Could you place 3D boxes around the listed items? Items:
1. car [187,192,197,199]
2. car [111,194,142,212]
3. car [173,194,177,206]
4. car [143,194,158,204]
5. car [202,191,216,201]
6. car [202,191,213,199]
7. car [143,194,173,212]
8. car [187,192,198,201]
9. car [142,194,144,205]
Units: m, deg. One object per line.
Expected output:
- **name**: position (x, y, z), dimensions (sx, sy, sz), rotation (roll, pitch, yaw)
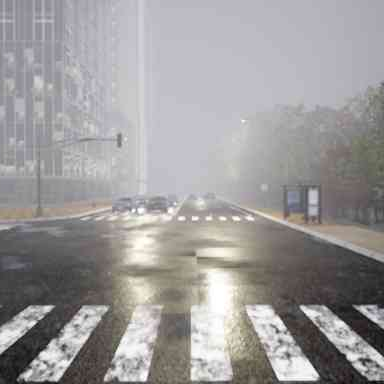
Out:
- **car**: position (0.046, 0.791, 72.391), dimensions (2.033, 1.411, 5.357), rotation (0, 1, 0)
- **car**: position (-6.566, 1.192, 33.059), dimensions (1.812, 1.442, 4.674), rotation (0, 1, 1)
- **car**: position (-3.281, 1.170, 42.695), dimensions (1.895, 1.301, 4.718), rotation (0, 1, 1)
- **car**: position (-6.467, 1.072, 52.397), dimensions (1.895, 1.301, 4.718), rotation (0, 1, 0)
- **car**: position (3.290, 0.720, 62.327), dimensions (2.097, 1.767, 4.553), rotation (0, 1, 0)
- **car**: position (3.296, 0.607, 72.357), dimensions (2.097, 1.767, 4.553), rotation (0, 1, 0)
- **car**: position (-3.319, 1.141, 33.350), dimensions (1.882, 1.535, 5.008), rotation (0, 1, 0)
- **car**: position (0.040, 0.932, 62.361), dimensions (1.994, 1.385, 4.181), rotation (0, 1, 0)
- **car**: position (-6.534, 1.064, 42.324), dimensions (2.128, 1.511, 4.902), rotation (0, 1, 0)
